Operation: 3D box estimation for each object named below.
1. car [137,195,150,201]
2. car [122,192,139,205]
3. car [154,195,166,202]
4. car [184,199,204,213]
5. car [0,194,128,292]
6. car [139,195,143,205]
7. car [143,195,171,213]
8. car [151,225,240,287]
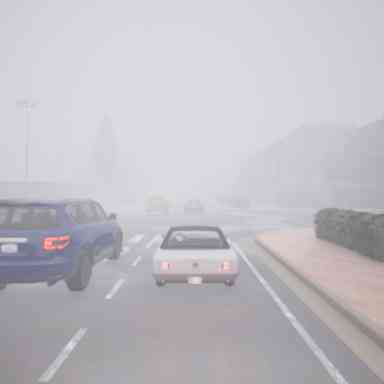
[{"bbox_3d":[-10.093,1.239,69.518,1.895,1.301,4.718,0,0,1],"label":"car"},{"bbox_3d":[-10.309,0.945,53.925,2.150,2.045,5.566,0,0,0],"label":"car"},{"bbox_3d":[-6.603,1.246,68.445,1.895,1.301,4.718,0,0,1],"label":"car"},{"bbox_3d":[0.179,1.386,34.589,1.994,1.385,4.181,0,0,1],"label":"car"},{"bbox_3d":[-3.421,1.170,8.941,2.150,2.045,5.566,0,0,0],"label":"car"},{"bbox_3d":[-6.817,1.254,53.076,1.812,1.442,4.674,0,1,1],"label":"car"},{"bbox_3d":[-3.329,1.179,33.714,2.097,1.767,4.553,0,0,1],"label":"car"},{"bbox_3d":[0.080,1.553,9.169,1.895,1.301,4.718,0,0,0],"label":"car"}]
